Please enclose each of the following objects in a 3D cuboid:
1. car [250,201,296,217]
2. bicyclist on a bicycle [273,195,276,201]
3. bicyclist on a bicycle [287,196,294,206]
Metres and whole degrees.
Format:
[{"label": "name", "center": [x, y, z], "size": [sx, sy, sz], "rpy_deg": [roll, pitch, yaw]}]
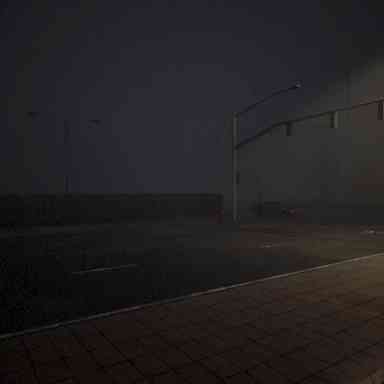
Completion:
[{"label": "car", "center": [7.458, 1.525, 31.018], "size": [1.812, 1.442, 4.674], "rpy_deg": [0, 0, -35]}, {"label": "bicyclist on a bicycle", "center": [13.415, 1.300, 54.019], "size": [0.582, 1.620, 1.656], "rpy_deg": [0, 0, 22]}, {"label": "bicyclist on a bicycle", "center": [14.378, 1.453, 49.104], "size": [1.656, 1.620, 0.582], "rpy_deg": [0, 0, -22]}]
